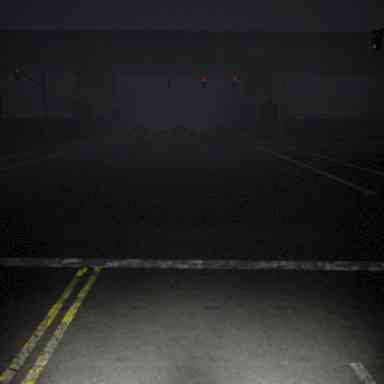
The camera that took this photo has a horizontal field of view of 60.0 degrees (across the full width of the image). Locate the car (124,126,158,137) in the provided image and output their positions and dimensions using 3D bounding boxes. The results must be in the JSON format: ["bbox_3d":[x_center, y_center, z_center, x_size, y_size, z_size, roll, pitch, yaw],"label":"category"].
[{"bbox_3d":[-6.474,-7.674,42.012,4.536,1.218,1.853,12,17,44],"label":"car"}]

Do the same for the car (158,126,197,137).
[{"bbox_3d":[-1.788,-7.659,41.914,4.536,1.218,1.853,-9,15,-34],"label":"car"}]

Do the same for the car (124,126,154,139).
[{"bbox_3d":[-6.437,-7.513,42.010,4.974,1.542,2.038,12,17,44],"label":"car"}]

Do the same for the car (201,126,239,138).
[{"bbox_3d":[3.553,-7.648,42.571,4.974,1.542,2.038,7,14,29],"label":"car"}]

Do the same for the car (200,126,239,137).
[{"bbox_3d":[3.508,-7.808,42.562,4.536,1.218,1.853,7,14,29],"label":"car"}]

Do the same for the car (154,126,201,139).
[{"bbox_3d":[-1.830,-7.499,41.918,4.974,1.542,2.038,-9,15,-34],"label":"car"}]
